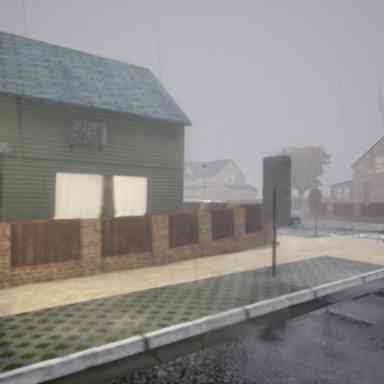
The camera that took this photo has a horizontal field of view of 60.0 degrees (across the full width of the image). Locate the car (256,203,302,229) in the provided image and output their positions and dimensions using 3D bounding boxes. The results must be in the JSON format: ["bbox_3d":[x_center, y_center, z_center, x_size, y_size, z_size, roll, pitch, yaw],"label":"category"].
[{"bbox_3d":[4.806,1.493,21.743,1.882,1.535,5.008,2,-1,-34],"label":"car"}]

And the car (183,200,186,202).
[{"bbox_3d":[-0.758,1.543,30.117,1.837,1.490,4.892,2,-1,-33],"label":"car"}]
